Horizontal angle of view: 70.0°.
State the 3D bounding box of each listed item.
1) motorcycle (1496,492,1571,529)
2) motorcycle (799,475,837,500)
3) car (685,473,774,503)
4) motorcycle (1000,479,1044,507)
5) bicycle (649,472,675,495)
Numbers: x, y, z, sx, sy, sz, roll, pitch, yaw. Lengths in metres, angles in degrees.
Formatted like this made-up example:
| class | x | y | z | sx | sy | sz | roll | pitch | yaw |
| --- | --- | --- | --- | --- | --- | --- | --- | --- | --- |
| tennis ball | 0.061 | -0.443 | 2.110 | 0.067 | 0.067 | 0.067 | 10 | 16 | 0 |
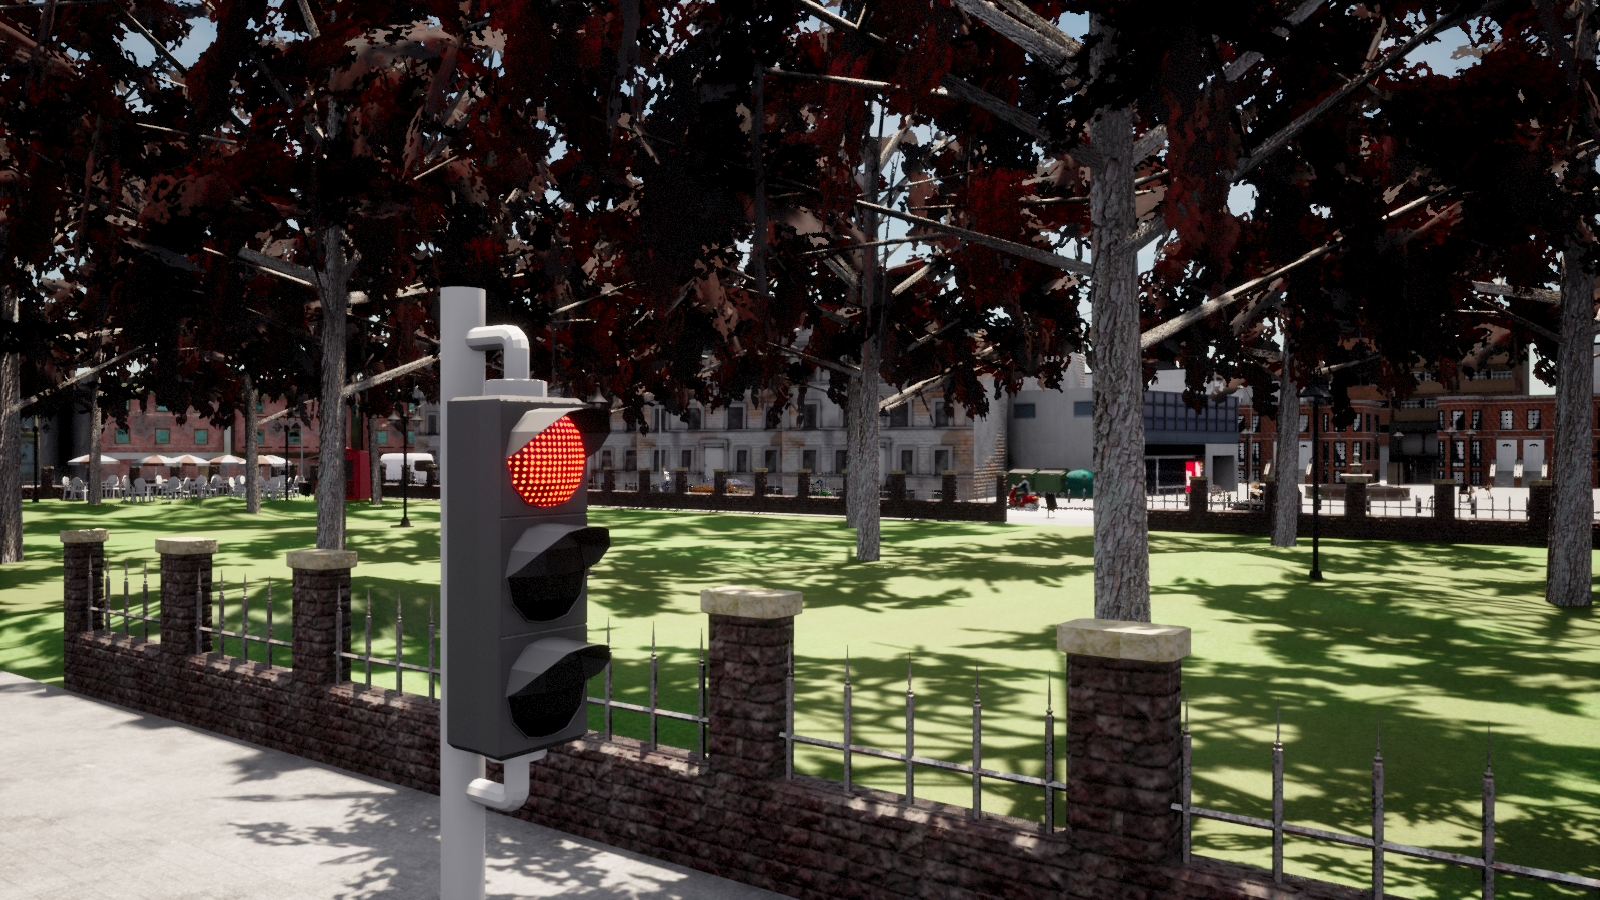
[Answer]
| class | x | y | z | sx | sy | sz | roll | pitch | yaw |
| --- | --- | --- | --- | --- | --- | --- | --- | --- | --- |
| motorcycle | 24.254 | 1.994 | 37.787 | 2.033 | 1.145 | 0.803 | -1 | 0 | 36 |
| motorcycle | 0.921 | 1.962 | 59.678 | 1.805 | 1.236 | 0.856 | 0 | 0 | 36 |
| car | -3.608 | 1.898 | 58.050 | 4.181 | 1.385 | 1.994 | 0 | 0 | 36 |
| motorcycle | 10.263 | 1.962 | 52.884 | 1.805 | 1.236 | 0.856 | 0 | 0 | 36 |
| bicycle | -8.002 | 1.936 | 66.182 | 1.643 | 1.296 | 0.373 | 0 | 0 | 36 |
